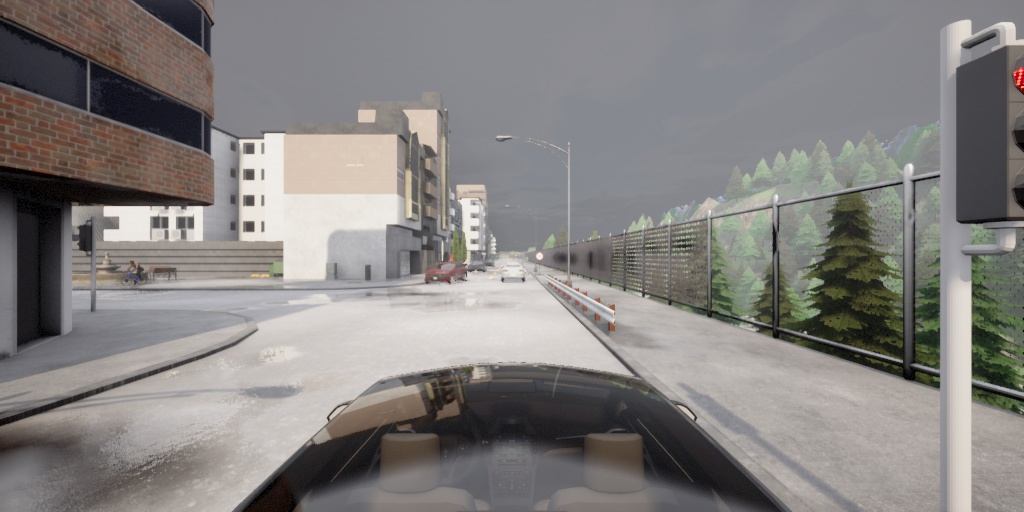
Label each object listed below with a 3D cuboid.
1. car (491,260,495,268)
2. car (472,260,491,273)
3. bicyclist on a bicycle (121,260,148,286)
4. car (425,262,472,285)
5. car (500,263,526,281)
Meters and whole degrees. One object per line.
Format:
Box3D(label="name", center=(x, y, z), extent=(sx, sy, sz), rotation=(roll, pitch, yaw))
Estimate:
Box3D(label="car", center=(-4.060, 1.350, 62.243), extent=(1.895, 1.301, 4.718), rotation=(0, 0, 1))
Box3D(label="car", center=(-4.095, 1.297, 43.388), extent=(2.033, 1.411, 5.357), rotation=(0, 0, 0))
Box3D(label="bicyclist on a bicycle", center=(-24.284, 1.098, 23.067), extent=(0.582, 1.620, 1.656), rotation=(0, 0, 0))
Box3D(label="car", center=(-4.720, 1.227, 26.412), extent=(1.882, 1.535, 5.008), rotation=(0, 0, 9))
Box3D(label="car", center=(0.089, 1.275, 29.700), extent=(1.812, 1.442, 4.674), rotation=(0, 0, 0))
